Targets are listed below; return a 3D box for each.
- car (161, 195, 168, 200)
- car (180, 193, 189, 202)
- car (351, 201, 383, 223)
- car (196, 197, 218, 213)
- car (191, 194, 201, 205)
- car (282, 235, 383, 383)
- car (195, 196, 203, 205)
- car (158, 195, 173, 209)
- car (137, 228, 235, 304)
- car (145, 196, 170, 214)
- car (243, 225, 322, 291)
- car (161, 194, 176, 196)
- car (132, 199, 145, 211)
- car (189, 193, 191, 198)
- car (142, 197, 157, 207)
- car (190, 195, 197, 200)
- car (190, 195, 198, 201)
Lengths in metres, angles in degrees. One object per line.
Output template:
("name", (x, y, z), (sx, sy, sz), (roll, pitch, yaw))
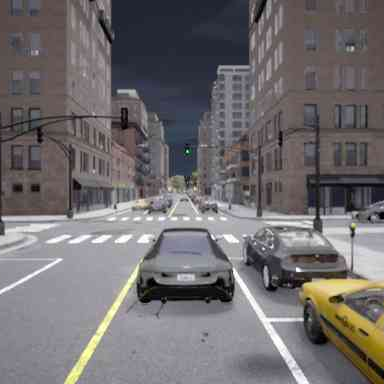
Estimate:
("car", (-7.545, 1.540, 92.274), (1.802, 1.307, 4.206), (0, 0, -1))
("car", (-1.751, 1.563, 75.502), (1.895, 1.301, 4.718), (0, 0, -1))
("car", (13.959, 1.395, 23.727), (4.902, 1.511, 2.128), (0, 0, -3))
("car", (1.823, 1.539, 35.668), (2.008, 1.369, 4.403), (0, 0, -1))
("car", (1.285, 1.418, 58.389), (1.967, 1.590, 4.097), (0, 0, -1))
("car", (2.591, 1.524, 3.565), (1.752, 1.417, 4.829), (0, 0, -1))
("car", (1.689, 1.568, 41.348), (1.802, 1.307, 4.206), (0, 0, -1))
("car", (-3.896, 1.548, 45.830), (1.994, 1.385, 4.181), (0, 0, -2))
("car", (-0.162, 1.562, 8.207), (1.994, 1.385, 4.181), (0, 0, -1))
("car", (-3.661, 1.493, 35.927), (1.837, 1.490, 4.892), (0, 0, -1))
("car", (2.462, 1.548, 8.800), (2.008, 1.369, 4.403), (0, 0, -1))
("car", (-4.140, 1.526, 56.196), (2.033, 1.411, 5.357), (0, 0, -2))
("car", (-6.330, 1.512, 40.987), (1.752, 1.417, 4.829), (0, 0, -1))
("car", (1.016, 1.286, 69.749), (2.192, 1.841, 5.009), (0, 0, -1))
("car", (-6.603, 1.547, 52.516), (1.947, 1.339, 4.313), (0, 0, -1))
("car", (0.474, 1.483, 92.640), (1.752, 1.417, 4.829), (0, 0, -1))
("car", (0.612, 1.527, 86.789), (1.947, 1.339, 4.313), (0, 0, -1))
